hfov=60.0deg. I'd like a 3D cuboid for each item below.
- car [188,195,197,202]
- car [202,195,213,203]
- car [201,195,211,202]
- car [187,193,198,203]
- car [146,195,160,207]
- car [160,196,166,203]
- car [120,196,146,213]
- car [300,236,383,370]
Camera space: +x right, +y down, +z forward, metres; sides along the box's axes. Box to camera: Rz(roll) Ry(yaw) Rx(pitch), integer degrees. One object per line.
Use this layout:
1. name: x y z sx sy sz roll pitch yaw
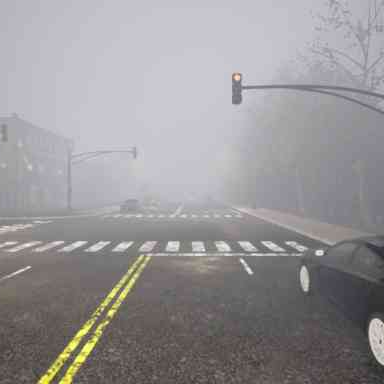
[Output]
1. car: 0.034 1.507 79.270 2.033 1.411 5.357 0 0 0
2. car: 3.382 1.478 68.959 1.837 1.490 4.892 0 0 0
3. car: 3.284 1.492 79.149 2.128 1.511 4.902 0 0 0
4. car: 0.128 1.195 68.627 2.150 2.045 5.566 0 0 0
5. car: -6.569 1.333 51.112 2.097 1.767 4.553 0 0 0
6. car: -6.474 1.575 68.933 1.895 1.301 4.718 0 0 0
7. car: -6.587 1.466 36.456 1.882 1.535 5.008 0 0 0
8. car: 3.345 1.476 5.634 1.882 1.535 5.008 0 0 1
